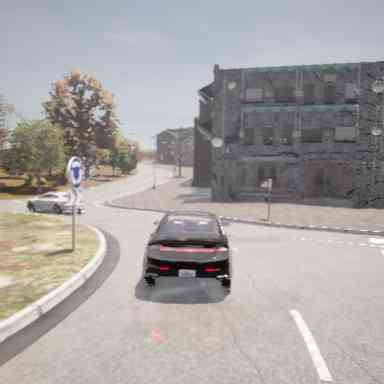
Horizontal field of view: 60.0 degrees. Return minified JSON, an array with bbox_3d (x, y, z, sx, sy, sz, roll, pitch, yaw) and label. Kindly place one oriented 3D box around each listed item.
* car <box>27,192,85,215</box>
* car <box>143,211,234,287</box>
[{"bbox_3d":[-9.475,0.718,23.193,4.674,1.442,1.812,2,2,31],"label":"car"},{"bbox_3d":[-0.031,1.223,8.557,2.128,1.511,4.902,1,2,1],"label":"car"}]
